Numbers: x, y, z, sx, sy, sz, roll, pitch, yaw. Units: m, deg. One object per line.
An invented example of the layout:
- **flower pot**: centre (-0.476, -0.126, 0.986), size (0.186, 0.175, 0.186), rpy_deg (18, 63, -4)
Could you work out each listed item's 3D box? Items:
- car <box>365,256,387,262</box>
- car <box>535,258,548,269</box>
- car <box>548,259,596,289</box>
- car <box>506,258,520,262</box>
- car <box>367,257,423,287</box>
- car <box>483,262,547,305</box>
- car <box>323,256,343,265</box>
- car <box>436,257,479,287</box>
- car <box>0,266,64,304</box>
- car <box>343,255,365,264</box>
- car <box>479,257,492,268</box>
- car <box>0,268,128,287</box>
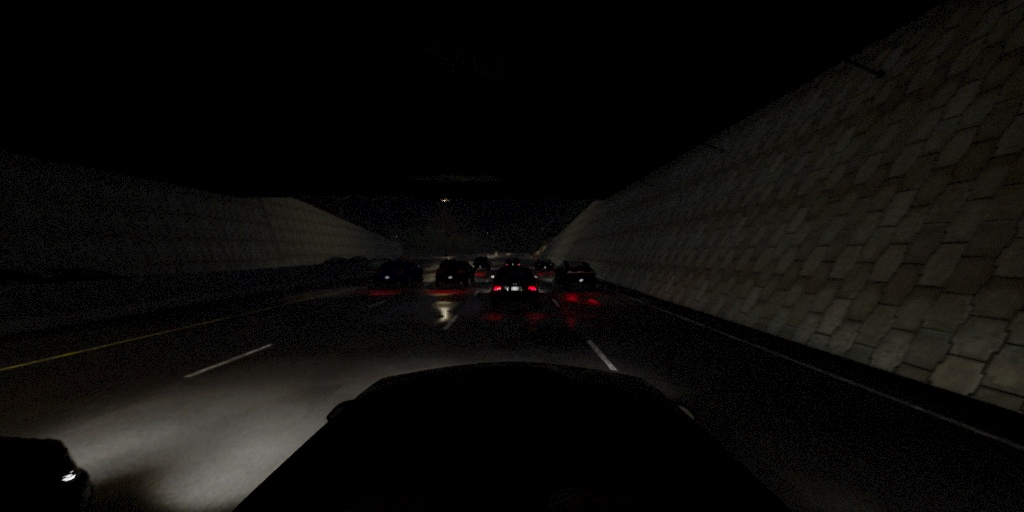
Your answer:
- **car**: centre (-21.042, 0.692, 57.280), size (2.128, 1.511, 4.902), rpy_deg (0, 1, 0)
- **car**: centre (3.578, 0.933, 41.086), size (1.895, 1.301, 4.718), rpy_deg (0, 1, 0)
- **car**: centre (3.598, 1.036, 21.053), size (2.128, 1.511, 4.902), rpy_deg (0, 1, 0)
- **car**: centre (0.080, 0.900, 39.170), size (2.033, 1.411, 5.357), rpy_deg (0, 1, 0)
- **car**: centre (-6.903, 1.009, 22.295), size (1.882, 1.535, 5.008), rpy_deg (0, 1, 0)
- **car**: centre (0.098, 1.157, 14.958), size (2.033, 1.411, 5.357), rpy_deg (0, 1, 0)
- **car**: centre (-28.042, 0.764, 57.272), size (2.033, 1.411, 5.357), rpy_deg (0, 1, 0)
- **car**: centre (-3.403, 1.009, 22.275), size (1.882, 1.535, 5.008), rpy_deg (0, 1, 0)
- **car**: centre (-21.101, 1.184, 13.981), size (1.994, 1.385, 4.181), rpy_deg (0, 1, 0)
- **car**: centre (-24.542, 0.665, 57.275), size (1.882, 1.535, 5.008), rpy_deg (0, 1, 0)
- **car**: centre (-3.422, 0.836, 41.105), size (1.837, 1.490, 4.892), rpy_deg (0, 1, 0)
- **car**: centre (-17.602, 1.184, 13.985), size (1.994, 1.385, 4.181), rpy_deg (0, 1, 0)
